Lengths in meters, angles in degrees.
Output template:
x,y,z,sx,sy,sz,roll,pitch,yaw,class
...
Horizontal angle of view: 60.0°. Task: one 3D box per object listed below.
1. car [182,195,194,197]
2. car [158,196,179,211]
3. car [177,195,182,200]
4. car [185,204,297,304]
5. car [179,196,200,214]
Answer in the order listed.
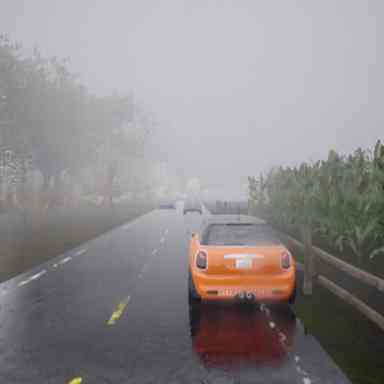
x,y,z,sx,sy,sz,roll,pitch,yaw,class
0.072,1.260,46.205,2.097,1.767,4.553,0,0,0,car
-2.837,1.522,38.876,1.895,1.301,4.718,0,0,0,car
-2.725,1.423,73.708,1.994,1.385,4.181,0,0,0,car
0.963,1.333,8.276,2.097,1.767,4.553,0,0,0,car
0.074,1.479,33.831,2.033,1.411,5.357,0,0,0,car
